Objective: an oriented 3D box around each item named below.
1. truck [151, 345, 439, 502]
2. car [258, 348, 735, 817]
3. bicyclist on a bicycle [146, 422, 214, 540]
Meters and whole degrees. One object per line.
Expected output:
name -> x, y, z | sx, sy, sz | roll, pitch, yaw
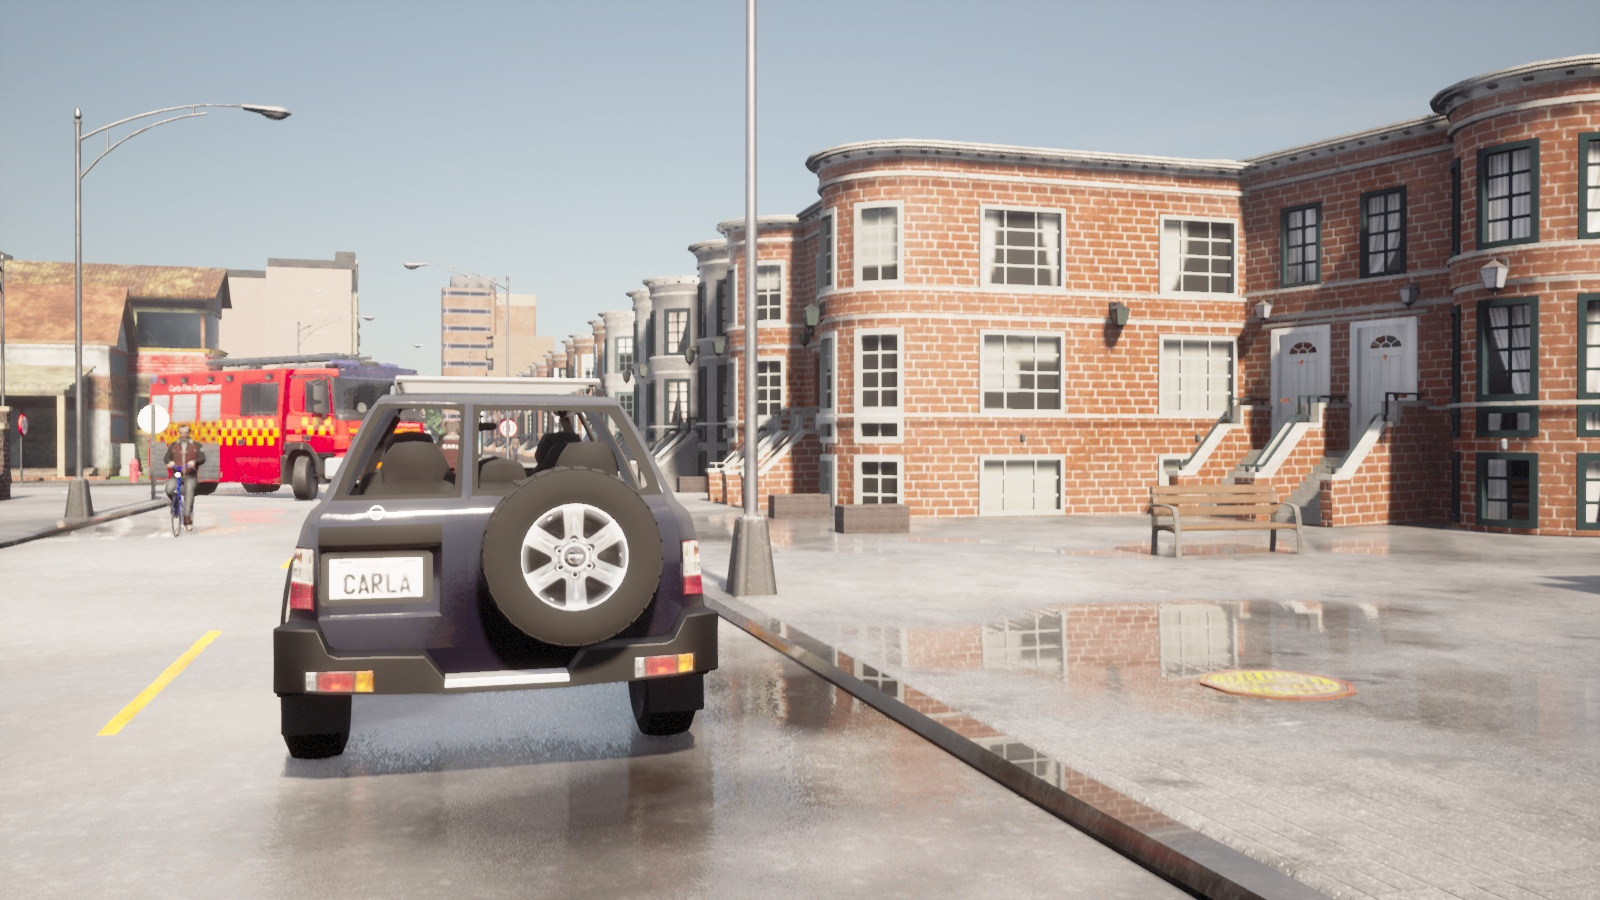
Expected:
truck -> -13.821, -0.672, 34.042 | 8.468, 3.827, 2.891 | 0, 0, 33
car -> -1.875, 0.509, 7.439 | 1.932, 1.855, 4.605 | 0, 0, -17
bicyclist on a bicycle -> -9.773, 0.466, 19.841 | 0.659, 1.776, 1.843 | 0, 0, -17
